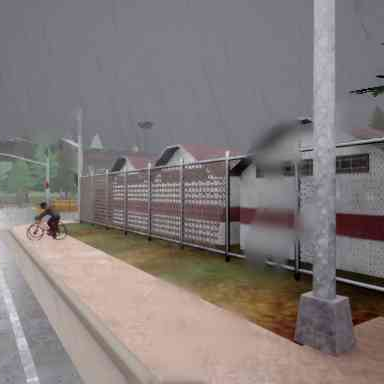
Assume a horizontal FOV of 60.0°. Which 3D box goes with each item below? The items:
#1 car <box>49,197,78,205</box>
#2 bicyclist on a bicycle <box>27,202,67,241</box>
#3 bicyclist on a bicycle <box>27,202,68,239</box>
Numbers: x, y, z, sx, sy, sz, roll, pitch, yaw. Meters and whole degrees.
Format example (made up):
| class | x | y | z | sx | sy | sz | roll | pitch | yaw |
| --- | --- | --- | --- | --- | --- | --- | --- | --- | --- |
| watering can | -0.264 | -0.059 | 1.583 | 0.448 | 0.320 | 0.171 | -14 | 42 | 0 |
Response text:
| class | x | y | z | sx | sy | sz | roll | pitch | yaw |
| --- | --- | --- | --- | --- | --- | --- | --- | --- | --- |
| car | -19.428 | 1.505 | 50.150 | 4.892 | 1.490 | 1.837 | 0 | 0 | -35 |
| bicyclist on a bicycle | -6.268 | 1.301 | 14.392 | 1.656 | 1.620 | 0.582 | 0 | 0 | -14 |
| bicyclist on a bicycle | -6.782 | 1.301 | 15.612 | 1.656 | 1.620 | 0.582 | 0 | 0 | -39 |
